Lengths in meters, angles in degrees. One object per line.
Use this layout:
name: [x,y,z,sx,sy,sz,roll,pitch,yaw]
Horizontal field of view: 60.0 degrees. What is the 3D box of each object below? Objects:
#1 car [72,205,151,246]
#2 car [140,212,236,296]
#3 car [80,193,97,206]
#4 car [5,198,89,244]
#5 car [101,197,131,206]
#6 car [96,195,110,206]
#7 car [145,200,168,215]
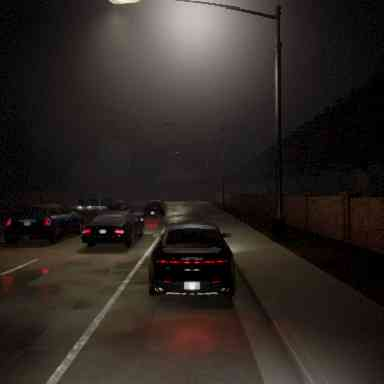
car: [-3.383,1.554,15.155,2.033,1.411,5.357,0,0,0]
car: [0.000,1.508,8.652,1.837,1.490,4.892,0,0,0]
car: [-17.408,1.251,56.114,2.150,2.045,5.566,0,0,0]
car: [-6.871,1.358,16.052,2.097,1.767,4.553,0,0,0]
car: [-6.871,1.539,31.508,1.812,1.442,4.674,0,0,0]
car: [-13.920,1.531,55.176,1.837,1.490,4.892,0,-1,0]
car: [-3.372,1.521,31.111,1.837,1.490,4.892,0,1,1]
